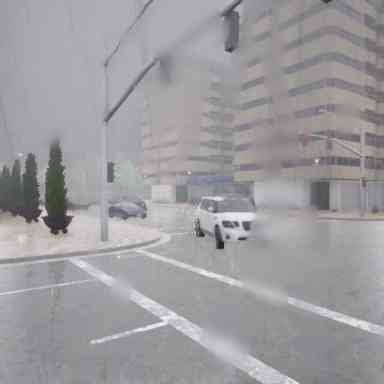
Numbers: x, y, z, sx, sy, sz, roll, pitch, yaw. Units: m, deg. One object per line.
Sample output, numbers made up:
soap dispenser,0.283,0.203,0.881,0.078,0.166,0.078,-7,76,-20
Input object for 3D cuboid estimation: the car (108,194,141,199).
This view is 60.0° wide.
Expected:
car,-6.976,1.218,36.017,2.150,2.045,5.566,0,0,-35

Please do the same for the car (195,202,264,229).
car,2.404,1.505,22.606,1.837,1.490,4.892,0,0,-35

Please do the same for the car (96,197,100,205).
car,-16.391,1.564,55.938,1.994,1.385,4.181,0,0,-35

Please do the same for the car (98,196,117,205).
car,-15.540,1.526,60.827,1.812,1.442,4.674,0,0,-35

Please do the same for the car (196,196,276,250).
car,1.673,1.222,14.835,2.150,2.045,5.566,1,0,-12

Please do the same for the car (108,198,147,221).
car,-5.431,1.526,27.699,1.812,1.442,4.674,0,0,-35

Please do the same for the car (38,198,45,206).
car,-23.652,1.580,53.932,1.994,1.385,4.181,0,0,-35

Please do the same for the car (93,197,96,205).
car,-16.305,1.506,49.417,1.837,1.490,4.892,0,0,-35

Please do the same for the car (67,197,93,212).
car,-13.861,1.478,39.765,1.882,1.535,5.008,0,0,-35
